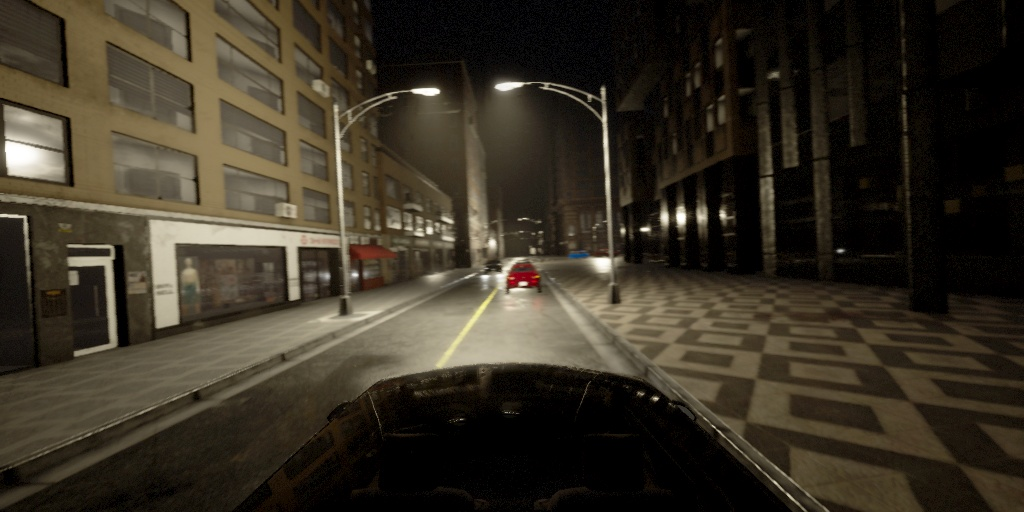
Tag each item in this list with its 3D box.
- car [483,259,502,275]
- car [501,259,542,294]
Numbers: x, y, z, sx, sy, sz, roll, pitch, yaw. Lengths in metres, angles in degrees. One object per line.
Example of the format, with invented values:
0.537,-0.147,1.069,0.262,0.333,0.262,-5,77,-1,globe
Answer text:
-1.860,1.112,37.689,1.837,1.490,4.892,-3,0,2,car
0.615,1.130,19.443,1.812,1.442,4.674,-3,1,2,car
